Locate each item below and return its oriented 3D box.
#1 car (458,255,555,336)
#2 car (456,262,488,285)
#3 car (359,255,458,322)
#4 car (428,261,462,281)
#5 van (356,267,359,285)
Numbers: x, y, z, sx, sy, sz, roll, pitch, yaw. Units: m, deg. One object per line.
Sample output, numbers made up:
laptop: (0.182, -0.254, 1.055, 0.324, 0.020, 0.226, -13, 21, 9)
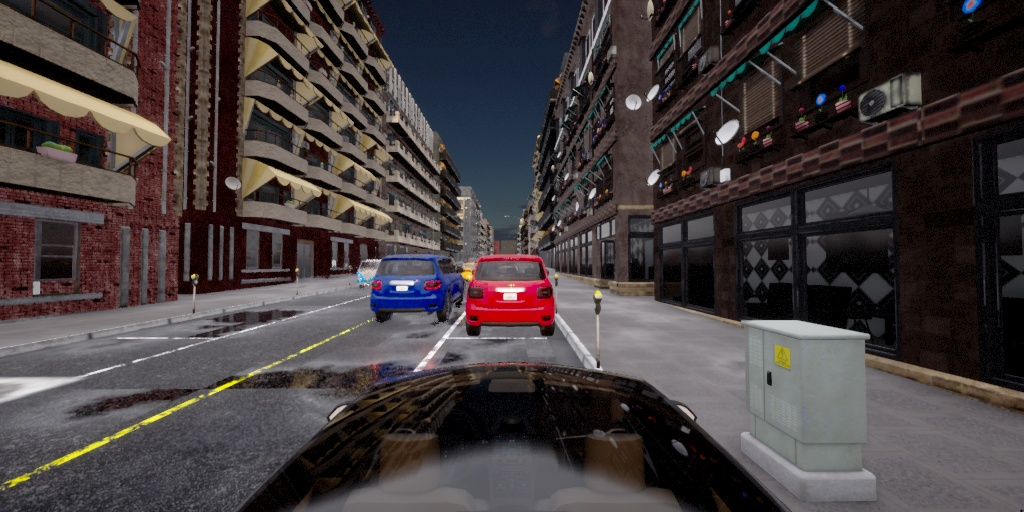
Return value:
car: (-0.040, 0.983, 10.533, 2.150, 2.045, 5.566, 0, 0, 0)
car: (-2.942, 1.253, 27.552, 1.882, 1.535, 5.008, 0, 0, 0)
car: (-3.022, 0.979, 12.532, 2.150, 2.045, 5.566, 0, 0, 0)
car: (-5.864, 1.276, 32.098, 2.128, 1.511, 4.902, 0, 0, 0)
van: (-8.335, 1.108, 22.603, 1.690, 1.789, 3.998, 0, 0, 0)
